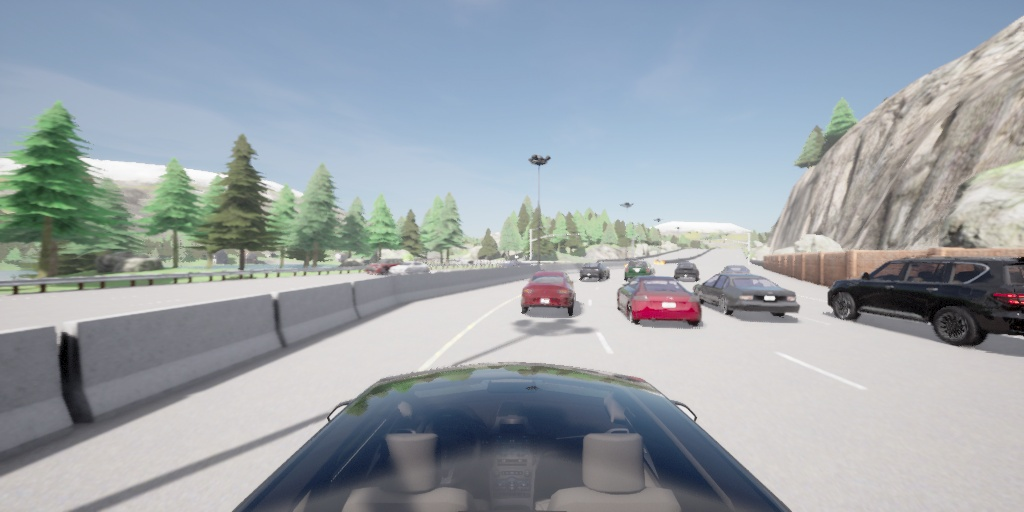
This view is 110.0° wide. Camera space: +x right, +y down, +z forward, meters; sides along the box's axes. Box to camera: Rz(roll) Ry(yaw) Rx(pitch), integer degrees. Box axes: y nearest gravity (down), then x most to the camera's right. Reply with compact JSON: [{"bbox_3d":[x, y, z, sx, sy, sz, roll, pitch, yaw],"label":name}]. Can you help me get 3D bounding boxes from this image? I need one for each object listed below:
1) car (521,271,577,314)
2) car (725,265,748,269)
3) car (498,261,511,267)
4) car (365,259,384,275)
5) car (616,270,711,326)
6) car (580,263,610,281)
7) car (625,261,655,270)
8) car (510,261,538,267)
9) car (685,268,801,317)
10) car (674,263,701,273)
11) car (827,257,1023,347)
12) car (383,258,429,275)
[{"bbox_3d":[1.482,1.291,13.816,1.812,1.442,4.674,0,0,10],"label":"car"},{"bbox_3d":[16.848,1.409,26.972,2.033,1.411,5.357,0,0,27],"label":"car"},{"bbox_3d":[0.240,1.322,47.515,2.033,1.411,5.357,0,0,32],"label":"car"},{"bbox_3d":[-13.035,1.044,37.445,2.097,1.767,4.553,0,0,25],"label":"car"},{"bbox_3d":[4.714,1.347,12.032,1.994,1.385,4.181,0,0,9],"label":"car"},{"bbox_3d":[7.176,1.298,30.838,2.128,1.511,4.902,0,0,25],"label":"car"},{"bbox_3d":[10.826,1.180,30.245,2.097,1.767,4.553,0,0,26],"label":"car"},{"bbox_3d":[2.122,1.385,43.888,1.895,1.301,4.718,0,0,31],"label":"car"},{"bbox_3d":[8.474,1.353,13.552,2.033,1.411,5.357,0,0,11],"label":"car"},{"bbox_3d":[15.238,1.359,31.198,1.837,1.490,4.892,0,0,28],"label":"car"},{"bbox_3d":[11.313,1.041,9.535,2.150,2.045,5.566,0,0,9],"label":"car"},{"bbox_3d":[-10.086,1.233,35.469,1.812,1.442,4.674,0,0,23],"label":"car"}]
